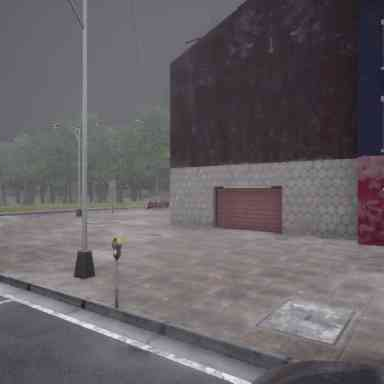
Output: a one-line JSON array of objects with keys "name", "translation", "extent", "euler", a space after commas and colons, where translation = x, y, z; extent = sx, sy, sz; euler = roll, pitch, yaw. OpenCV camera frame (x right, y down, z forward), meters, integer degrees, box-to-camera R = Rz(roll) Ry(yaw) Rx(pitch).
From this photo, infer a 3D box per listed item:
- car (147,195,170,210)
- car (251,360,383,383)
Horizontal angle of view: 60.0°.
[{"name": "car", "translation": [-3.182, 1.166, 39.659], "extent": [2.097, 1.767, 4.553], "euler": [0, 0, 36]}, {"name": "car", "translation": [2.105, 1.551, 1.305], "extent": [4.403, 1.369, 2.008], "euler": [0, 0, 36]}]
